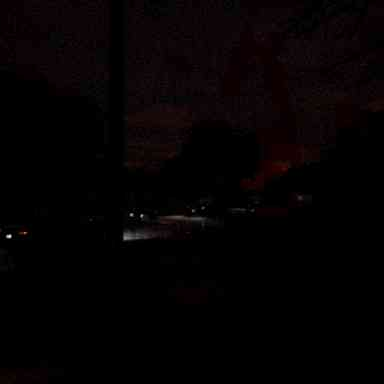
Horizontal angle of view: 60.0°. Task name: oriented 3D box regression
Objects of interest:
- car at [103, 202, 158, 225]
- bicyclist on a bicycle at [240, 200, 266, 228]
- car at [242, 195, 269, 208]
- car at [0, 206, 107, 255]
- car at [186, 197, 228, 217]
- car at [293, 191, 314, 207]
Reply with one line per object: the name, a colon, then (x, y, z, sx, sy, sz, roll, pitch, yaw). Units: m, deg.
car: (-4.361, 1.326, 19.845, 2.033, 1.411, 5.357, 2, 2, 37)
bicyclist on a bicycle: (3.601, 1.289, 19.765, 1.656, 1.620, 0.582, 0, 0, 36)
car: (7.127, 1.073, 36.950, 1.812, 1.442, 4.674, 1, 1, 30)
car: (-5.281, 1.485, 13.255, 1.994, 1.385, 4.181, 1, 1, 32)
car: (1.409, 1.177, 27.929, 1.812, 1.442, 4.674, 2, 2, 34)
car: (14.999, 0.840, 44.692, 2.150, 2.045, 5.566, 1, 0, 27)
